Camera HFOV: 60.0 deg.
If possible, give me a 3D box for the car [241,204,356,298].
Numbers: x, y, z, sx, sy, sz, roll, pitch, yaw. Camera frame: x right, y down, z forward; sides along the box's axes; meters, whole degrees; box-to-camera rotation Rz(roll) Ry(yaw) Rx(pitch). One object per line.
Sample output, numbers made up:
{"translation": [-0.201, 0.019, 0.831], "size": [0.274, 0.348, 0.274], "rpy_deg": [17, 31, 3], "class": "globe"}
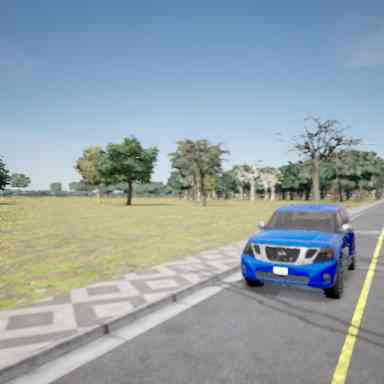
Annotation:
{"translation": [3.316, 1.382, 9.503], "size": [2.150, 2.045, 5.566], "rpy_deg": [-1, -1, 31], "class": "car"}
